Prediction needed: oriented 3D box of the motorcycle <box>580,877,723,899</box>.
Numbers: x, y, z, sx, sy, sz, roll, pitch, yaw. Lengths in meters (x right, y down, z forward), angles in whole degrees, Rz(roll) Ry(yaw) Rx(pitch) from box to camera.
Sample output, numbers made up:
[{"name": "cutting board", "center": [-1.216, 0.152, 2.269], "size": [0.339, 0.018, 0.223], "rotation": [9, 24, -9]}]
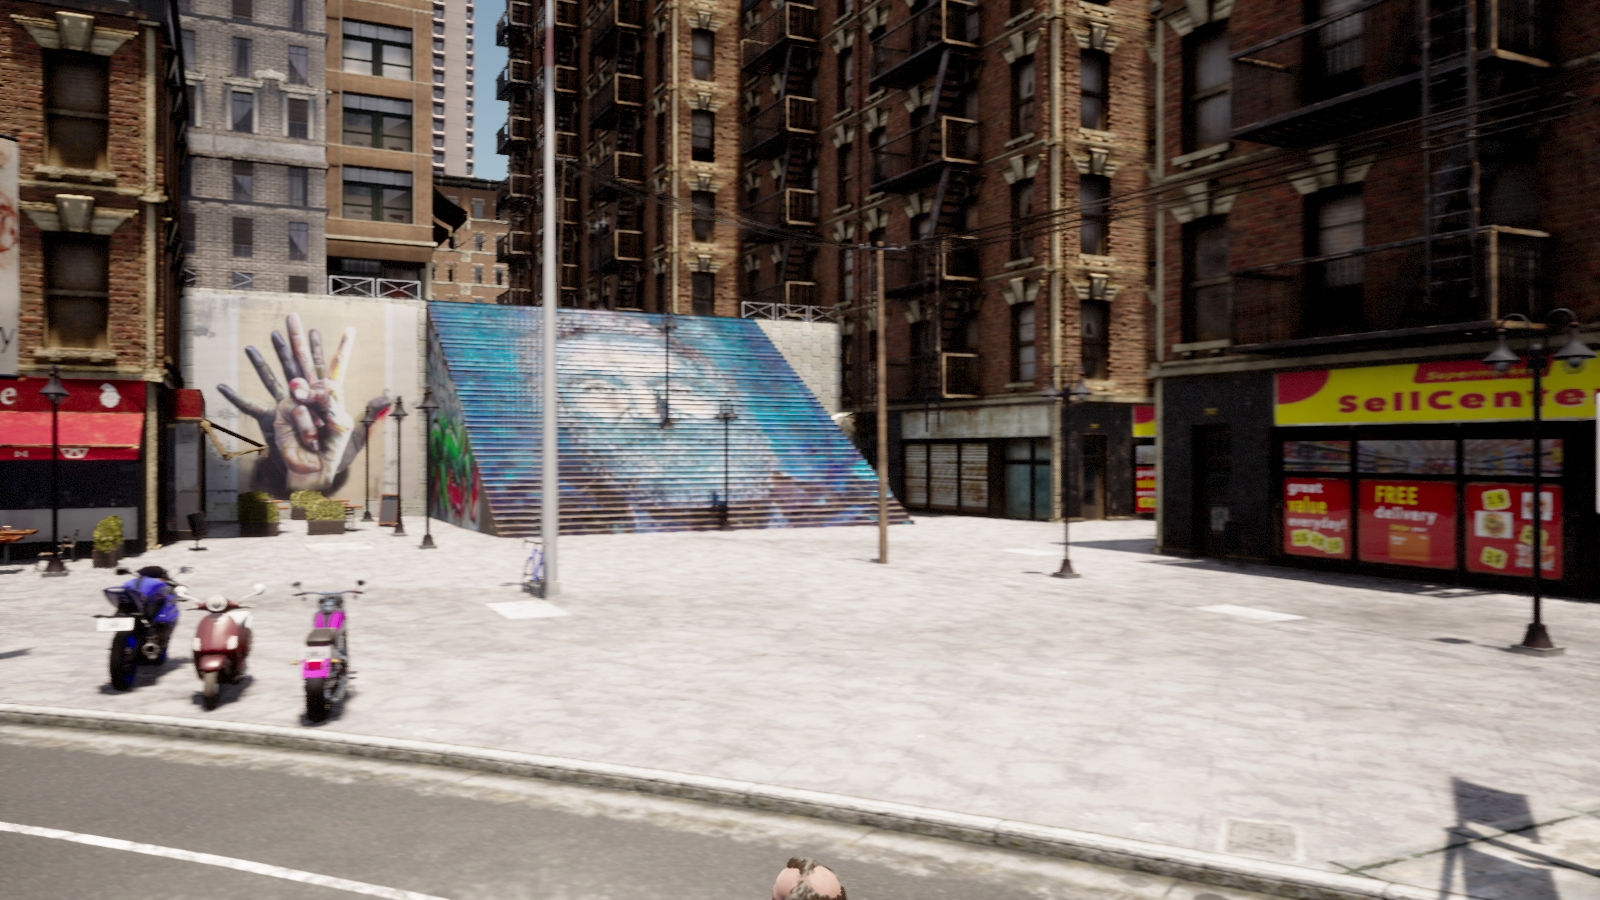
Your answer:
[{"name": "motorcycle", "center": [-0.060, 2.181, 3.364], "size": [1.805, 1.236, 0.856], "rotation": [0, 1, 28]}]
